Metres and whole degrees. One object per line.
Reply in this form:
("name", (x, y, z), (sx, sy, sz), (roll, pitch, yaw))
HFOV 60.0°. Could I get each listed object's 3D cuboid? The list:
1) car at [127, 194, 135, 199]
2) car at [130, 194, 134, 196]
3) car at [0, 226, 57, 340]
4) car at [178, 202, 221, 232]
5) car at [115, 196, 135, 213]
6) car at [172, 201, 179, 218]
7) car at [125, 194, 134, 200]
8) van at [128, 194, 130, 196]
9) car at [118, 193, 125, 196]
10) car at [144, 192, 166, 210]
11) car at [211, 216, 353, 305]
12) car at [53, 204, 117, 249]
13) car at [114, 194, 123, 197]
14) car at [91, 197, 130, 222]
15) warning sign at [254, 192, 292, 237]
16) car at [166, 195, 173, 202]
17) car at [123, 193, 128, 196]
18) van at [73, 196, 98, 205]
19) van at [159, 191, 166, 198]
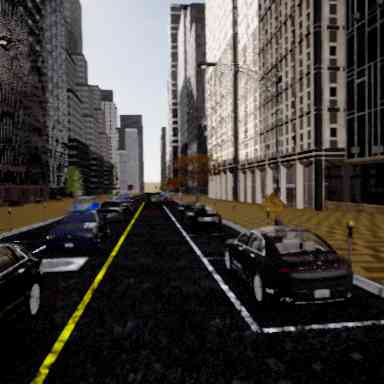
("car", (-16.555, 1.151, 90.483), (2.008, 1.369, 4.403), (-2, 1, -7))
("car", (-14.526, 1.223, 73.730), (1.887, 1.381, 4.507), (-2, 1, -7))
("car", (-3.524, 1.531, 4.428), (1.837, 1.490, 4.892), (-1, 0, -6))
("car", (0.554, 1.392, 18.895), (1.947, 1.339, 4.313), (-2, 1, -7))
("car", (-7.138, 1.436, 34.797), (1.895, 1.301, 4.718), (-1, 0, -6))
("car", (-0.122, 1.357, 24.479), (1.947, 1.339, 4.313), (-2, 1, -7))
("car", (-15.878, 1.176, 84.900), (2.008, 1.369, 4.403), (-2, 1, -7))
("van", (-13.181, 1.076, 62.560), (1.690, 1.788, 3.998), (-2, 1, -7))
("car", (-11.803, 1.319, 51.225), (1.752, 1.417, 4.829), (-2, 1, -7))
("car", (-4.583, 0.969, 39.843), (2.150, 2.045, 5.566), (-1, 0, -7))
("car", (1.906, 1.449, 7.726), (2.008, 1.369, 4.403), (-2, 1, -7))
("car", (-4.744, 1.508, 14.588), (2.033, 1.411, 5.357), (-1, 0, -7))
("car", (-11.146, 1.373, 45.810), (2.008, 1.369, 4.403), (-2, 1, -7))
("car", (-5.983, 1.400, 24.880), (1.837, 1.490, 4.892), (-1, 0, -7))
("warning sign", (3.506, 0.925, 14.435), (1.300, 1.860, 1.060), (0, 1, -7))
("car", (-4.179, 1.184, 57.985), (1.802, 1.307, 4.206), (-2, 1, -7))
("car", (-12.498, 1.308, 56.978), (1.887, 1.381, 4.507), (-2, 1, -7))
("van", (-9.124, 1.260, 29.055), (1.690, 1.788, 3.998), (-2, 1, -7))
("van", (-8.245, 0.779, 91.488), (1.690, 1.788, 3.998), (-2, 1, -7))
